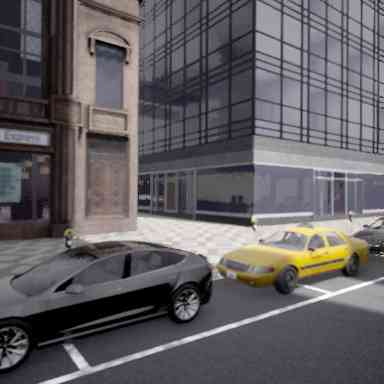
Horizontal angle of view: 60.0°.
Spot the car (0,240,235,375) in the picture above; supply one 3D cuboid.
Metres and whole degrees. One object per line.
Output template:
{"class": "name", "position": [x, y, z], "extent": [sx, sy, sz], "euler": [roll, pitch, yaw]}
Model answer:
{"class": "car", "position": [-1.591, 1.566, 5.621], "extent": [4.313, 1.339, 1.947], "euler": [0, 1, -35]}

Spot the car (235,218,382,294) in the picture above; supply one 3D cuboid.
{"class": "car", "position": [2.850, 1.525, 8.788], "extent": [4.829, 1.417, 1.752], "euler": [0, 1, -35]}

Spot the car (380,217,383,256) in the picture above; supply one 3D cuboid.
{"class": "car", "position": [7.568, 1.550, 12.153], "extent": [4.403, 1.369, 2.008], "euler": [0, 1, -35]}
